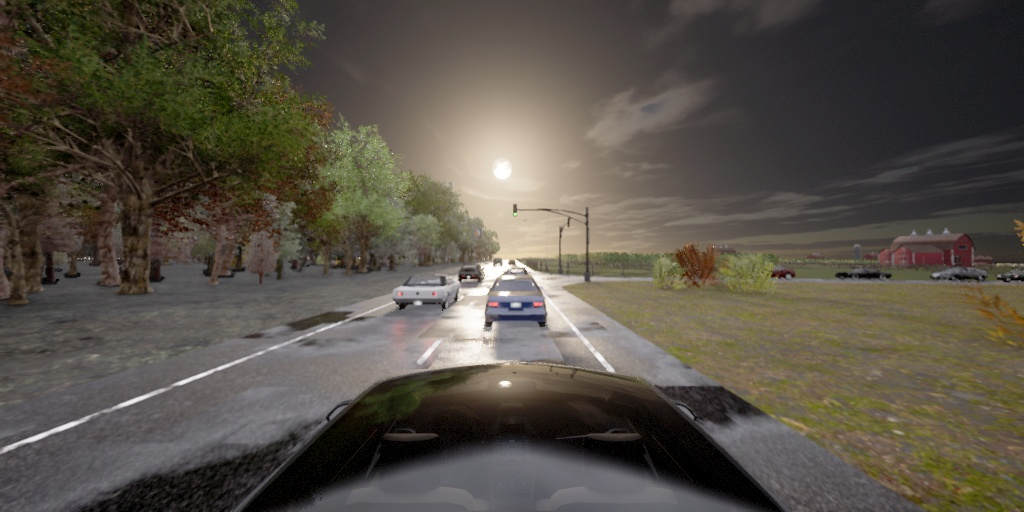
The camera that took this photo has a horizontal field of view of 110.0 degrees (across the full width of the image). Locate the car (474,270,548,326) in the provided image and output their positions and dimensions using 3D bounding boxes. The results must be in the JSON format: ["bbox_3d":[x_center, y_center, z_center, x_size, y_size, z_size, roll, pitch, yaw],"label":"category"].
[{"bbox_3d":[0.098,1.348,11.921,2.033,1.411,5.357,0,0,0],"label":"car"}]

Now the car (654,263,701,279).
[{"bbox_3d":[18.078,1.532,39.310,4.553,1.767,2.097,1,-1,1],"label":"car"}]

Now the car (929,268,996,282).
[{"bbox_3d":[48.636,2.002,39.096,4.902,1.511,2.128,1,-1,1],"label":"car"}]

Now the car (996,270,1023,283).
[{"bbox_3d":[51.415,2.065,35.501,4.718,1.301,1.895,1,-1,1],"label":"car"}]

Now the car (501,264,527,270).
[{"bbox_3d":[0.329,1.420,23.369,1.994,1.385,4.181,0,0,4],"label":"car"}]

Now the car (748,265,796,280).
[{"bbox_3d":[28.109,1.766,39.237,5.008,1.535,1.882,1,-1,0],"label":"car"}]

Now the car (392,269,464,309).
[{"bbox_3d":[-3.402,1.417,15.209,1.895,1.301,4.718,0,0,0],"label":"car"}]

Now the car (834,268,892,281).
[{"bbox_3d":[38.253,2.000,39.189,4.718,1.301,1.895,1,-1,1],"label":"car"}]

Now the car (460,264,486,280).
[{"bbox_3d":[-3.405,1.398,30.534,1.837,1.490,4.892,0,0,0],"label":"car"}]
